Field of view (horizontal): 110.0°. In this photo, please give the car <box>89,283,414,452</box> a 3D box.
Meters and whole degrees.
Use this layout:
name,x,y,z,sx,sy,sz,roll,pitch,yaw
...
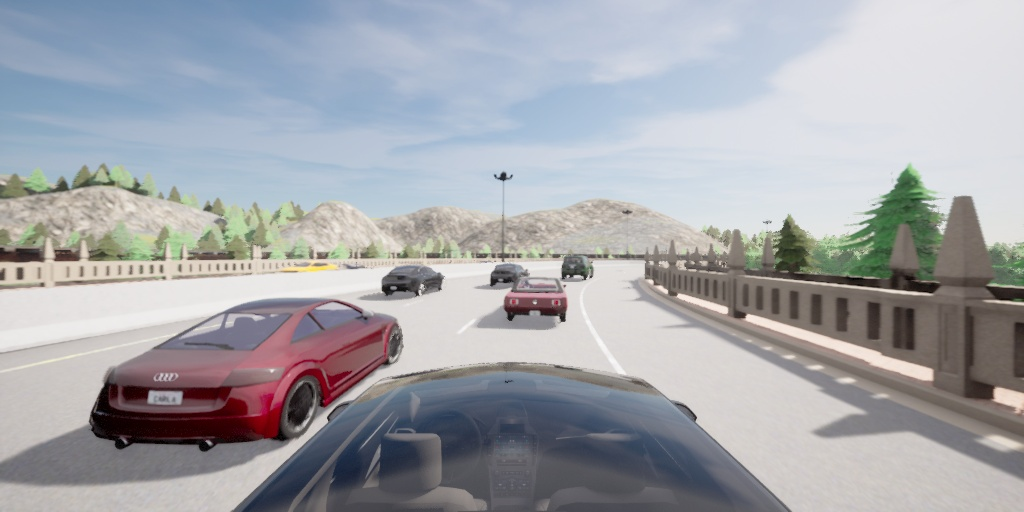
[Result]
name,x,y,z,sx,sy,sz,roll,pitch,yaw
car,-3.174,1.301,5.372,1.994,1.385,4.181,0,0,2

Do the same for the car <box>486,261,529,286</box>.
name,x,y,z,sx,sy,sz,roll,pitch,yaw
car,-0.079,1.268,24.706,1.837,1.490,4.892,0,0,15

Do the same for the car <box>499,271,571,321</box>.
name,x,y,z,sx,sy,sz,roll,pitch,yaw
car,0.955,1.362,12.508,1.895,1.301,4.718,0,0,7

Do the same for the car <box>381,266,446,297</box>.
name,x,y,z,sx,sy,sz,roll,pitch,yaw
car,-5.024,1.241,18.920,1.837,1.490,4.892,0,0,10

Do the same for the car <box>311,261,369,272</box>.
name,x,y,z,sx,sy,sz,roll,pitch,yaw
car,-13.514,1.302,29.304,1.895,1.301,4.718,0,0,16

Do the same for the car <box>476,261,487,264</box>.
name,x,y,z,sx,sy,sz,roll,pitch,yaw
car,-3.588,1.323,45.449,1.994,1.385,4.181,0,0,26

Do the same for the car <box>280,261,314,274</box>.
name,x,y,z,sx,sy,sz,roll,pitch,yaw
car,-16.903,1.163,30.087,1.882,1.535,5.008,0,0,16

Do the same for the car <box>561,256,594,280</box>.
name,x,y,z,sx,sy,sz,roll,pitch,yaw
car,5.860,1.018,31.744,2.150,2.045,5.566,0,0,21
